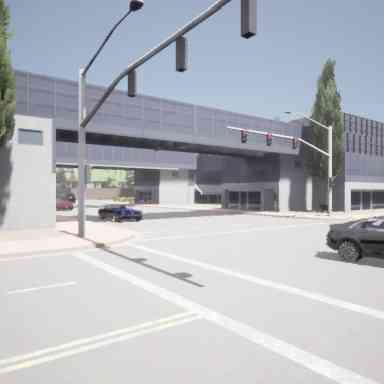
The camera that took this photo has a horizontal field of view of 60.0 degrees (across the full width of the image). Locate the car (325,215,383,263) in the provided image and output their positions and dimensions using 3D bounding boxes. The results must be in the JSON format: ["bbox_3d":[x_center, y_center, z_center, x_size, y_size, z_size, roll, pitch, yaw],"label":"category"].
[{"bbox_3d":[6.533,1.490,10.007,2.128,1.511,4.902,0,0,-39],"label":"car"}]

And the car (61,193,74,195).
[{"bbox_3d":[-23.774,1.219,63.014,2.150,2.045,5.566,0,0,-36],"label":"car"}]

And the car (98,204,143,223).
[{"bbox_3d":[-5.601,1.599,25.854,1.895,1.301,4.718,0,0,-36],"label":"car"}]

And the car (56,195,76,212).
[{"bbox_3d":[-15.646,1.476,39.655,1.882,1.535,5.008,0,0,-36],"label":"car"}]
